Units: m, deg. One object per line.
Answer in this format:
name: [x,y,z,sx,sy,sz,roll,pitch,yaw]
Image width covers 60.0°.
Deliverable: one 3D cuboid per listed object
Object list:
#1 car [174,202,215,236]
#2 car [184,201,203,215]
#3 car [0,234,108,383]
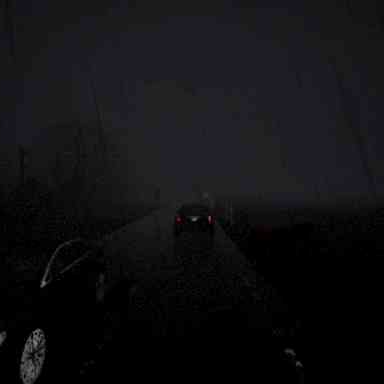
car: [0.126,1.427,18.943,2.097,1.767,4.553,0,0,0]
car: [0.162,1.729,36.176,1.895,1.301,4.718,0,0,0]
car: [-2.743,1.515,5.362,2.128,1.511,4.902,0,0,0]
